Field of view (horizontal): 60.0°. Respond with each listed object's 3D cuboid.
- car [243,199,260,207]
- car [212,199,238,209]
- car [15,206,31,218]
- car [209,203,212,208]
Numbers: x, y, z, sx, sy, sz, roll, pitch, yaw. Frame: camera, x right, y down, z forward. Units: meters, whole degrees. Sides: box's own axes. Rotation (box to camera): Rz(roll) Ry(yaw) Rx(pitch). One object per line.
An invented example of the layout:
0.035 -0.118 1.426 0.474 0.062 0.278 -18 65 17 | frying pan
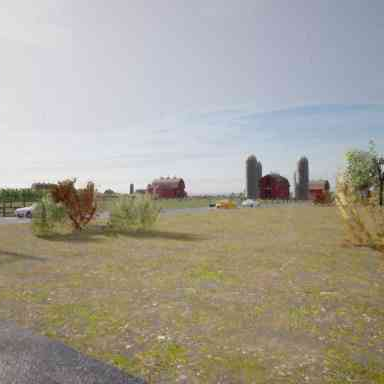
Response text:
11.415 2.172 64.255 1.812 1.442 4.674 -1 -1 36 | car
5.988 2.020 56.634 1.882 1.535 5.008 -1 -1 36 | car
-15.208 1.787 33.287 1.812 1.442 4.674 -1 -1 36 | car
5.171 2.193 61.550 2.033 1.411 5.357 -1 -1 36 | car
